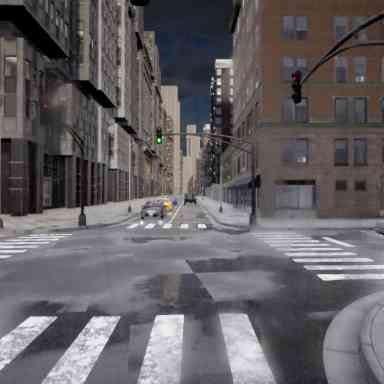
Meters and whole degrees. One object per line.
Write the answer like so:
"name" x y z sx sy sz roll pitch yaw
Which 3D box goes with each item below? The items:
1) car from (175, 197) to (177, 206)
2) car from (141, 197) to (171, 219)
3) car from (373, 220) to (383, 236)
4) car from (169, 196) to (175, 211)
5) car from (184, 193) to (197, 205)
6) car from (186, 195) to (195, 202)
"car" -3.354 1.437 53.205 1.882 1.535 5.008 0 0 0
"car" -3.238 1.481 28.585 2.128 1.511 4.902 0 0 -1
"car" 10.854 1.528 14.929 4.718 1.301 1.895 0 -1 -2
"car" -3.291 1.458 38.126 1.882 1.535 5.008 0 0 0
"car" -0.308 1.170 59.454 2.150 2.045 5.566 0 0 0
"car" -0.362 1.284 69.849 1.812 1.442 4.674 0 0 0
